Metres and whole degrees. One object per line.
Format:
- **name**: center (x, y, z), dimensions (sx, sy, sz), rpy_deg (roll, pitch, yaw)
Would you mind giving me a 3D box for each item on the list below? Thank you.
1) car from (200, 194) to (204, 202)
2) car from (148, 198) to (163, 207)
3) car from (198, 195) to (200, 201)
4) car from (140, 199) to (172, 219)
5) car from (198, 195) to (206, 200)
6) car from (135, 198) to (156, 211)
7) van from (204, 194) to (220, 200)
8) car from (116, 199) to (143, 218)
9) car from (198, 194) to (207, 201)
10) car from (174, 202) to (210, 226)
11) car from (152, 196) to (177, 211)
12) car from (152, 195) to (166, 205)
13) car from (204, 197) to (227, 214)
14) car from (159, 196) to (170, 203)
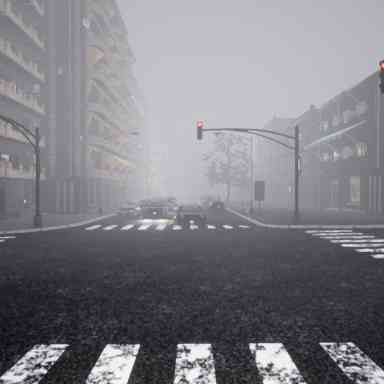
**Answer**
- **car**: center (2.682, 1.420, 52.308), dimensions (1.967, 1.590, 4.097), rpy_deg (0, 0, 0)
- **car**: center (-5.698, 1.562, 52.314), dimensions (1.802, 1.307, 4.206), rpy_deg (0, 0, 0)
- **car**: center (2.679, 1.280, 74.441), dimensions (2.192, 1.841, 5.009), rpy_deg (0, 0, 0)
- **car**: center (-3.112, 1.556, 29.341), dimensions (1.994, 1.385, 4.181), rpy_deg (0, 0, -1)
- **car**: center (2.679, 1.495, 91.041), dimensions (1.887, 1.381, 4.507), rpy_deg (0, 0, 0)
- **car**: center (-5.697, 1.531, 41.247), dimensions (1.887, 1.381, 4.507), rpy_deg (0, 0, 0)
- **van**: center (2.682, 1.327, 41.240), dimensions (1.690, 1.788, 3.998), rpy_deg (0, 0, 0)
- **car**: center (-5.696, 1.542, 30.180), dimensions (2.008, 1.369, 4.403), rpy_deg (0, 0, 0)
- **car**: center (2.678, 1.396, 85.508), dimensions (1.967, 1.590, 4.097), rpy_deg (0, 0, 0)
- **car**: center (-0.133, 1.597, 23.488), dimensions (1.895, 1.301, 4.718), rpy_deg (0, 0, -4)
- **car**: center (-3.103, 1.535, 38.689), dimensions (2.033, 1.411, 5.357), rpy_deg (0, 0, 0)
- **car**: center (-5.700, 1.417, 57.847), dimensions (1.967, 1.590, 4.097), rpy_deg (0, 0, 0)
- **car**: center (2.684, 1.555, 35.707), dimensions (1.947, 1.339, 4.313), rpy_deg (0, 0, 0)
- **car**: center (-5.699, 1.551, 68.915), dimensions (1.802, 1.307, 4.206), rpy_deg (0, 0, 0)
